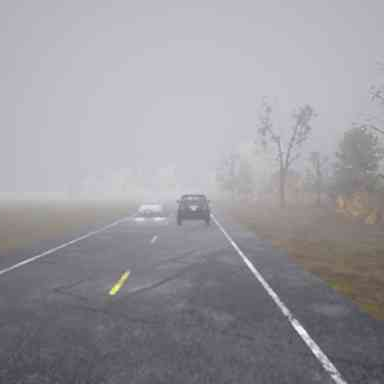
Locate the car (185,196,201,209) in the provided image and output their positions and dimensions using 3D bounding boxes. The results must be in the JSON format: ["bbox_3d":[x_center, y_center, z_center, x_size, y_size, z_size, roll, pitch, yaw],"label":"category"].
[{"bbox_3d":[0.104,1.282,41.977,1.882,1.535,5.008,0,0,0],"label":"car"}]

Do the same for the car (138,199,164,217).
[{"bbox_3d":[-3.592,1.394,29.796,1.812,1.442,4.674,0,0,0],"label":"car"}]

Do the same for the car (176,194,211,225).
[{"bbox_3d":[0.105,1.123,23.031,2.150,2.045,5.566,0,0,0],"label":"car"}]
